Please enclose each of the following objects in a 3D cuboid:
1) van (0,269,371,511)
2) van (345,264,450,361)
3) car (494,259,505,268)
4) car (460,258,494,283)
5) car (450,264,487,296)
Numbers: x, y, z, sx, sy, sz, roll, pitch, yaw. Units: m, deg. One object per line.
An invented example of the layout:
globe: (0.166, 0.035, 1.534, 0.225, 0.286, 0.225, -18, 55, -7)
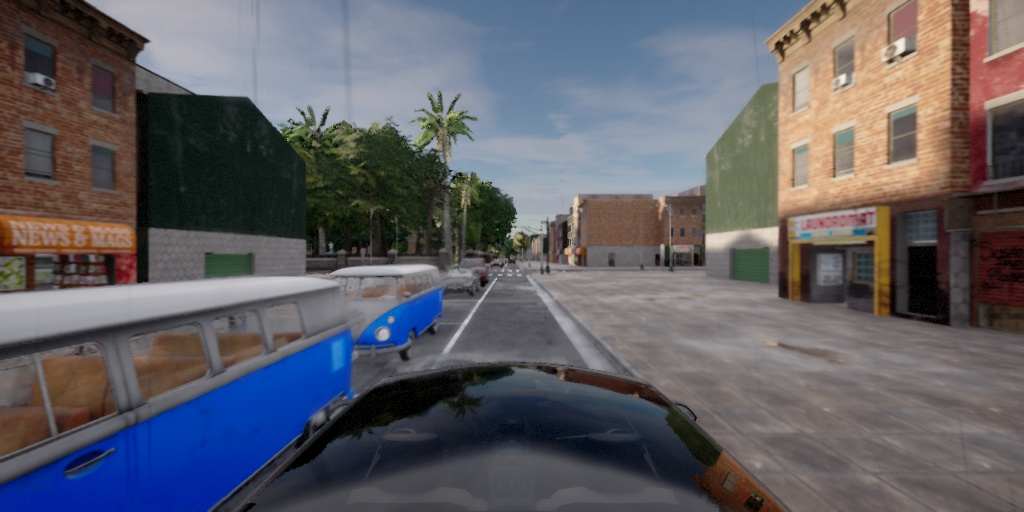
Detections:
van: (-2.638, 1.090, 2.477, 1.690, 1.789, 3.998, 0, 0, 0)
van: (-2.639, 1.082, 7.942, 1.690, 1.789, 3.998, 0, 0, 0)
car: (-2.645, 1.209, 62.480, 1.967, 1.591, 4.097, 0, 0, 0)
car: (-2.641, 1.037, 24.333, 2.192, 1.841, 5.009, 0, 0, 0)
car: (-2.640, 1.277, 18.870, 2.007, 1.370, 4.403, 0, 0, 0)
